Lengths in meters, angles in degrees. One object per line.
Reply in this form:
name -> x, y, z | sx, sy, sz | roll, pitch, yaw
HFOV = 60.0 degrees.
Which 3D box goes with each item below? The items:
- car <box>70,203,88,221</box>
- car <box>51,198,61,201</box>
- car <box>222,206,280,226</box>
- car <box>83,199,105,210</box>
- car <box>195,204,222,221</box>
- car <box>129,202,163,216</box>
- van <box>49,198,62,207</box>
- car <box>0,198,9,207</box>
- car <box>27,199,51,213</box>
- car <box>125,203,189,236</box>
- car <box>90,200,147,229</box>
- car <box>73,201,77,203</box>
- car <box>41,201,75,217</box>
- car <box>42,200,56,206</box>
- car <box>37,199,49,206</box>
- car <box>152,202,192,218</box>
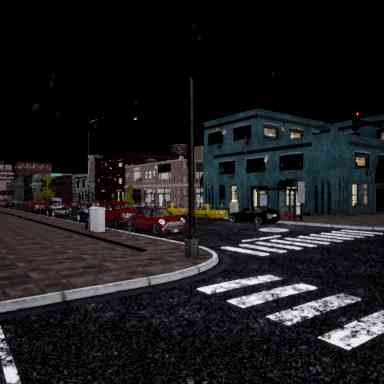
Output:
car -> -8.811, 1.919, 29.370 | 2.008, 1.369, 4.403 | -1, 0, -36
car -> -25.297, 2.265, 61.343 | 1.812, 1.442, 4.674 | -1, 0, -35
car -> 4.643, 1.725, 25.219 | 1.947, 1.339, 4.313 | -1, 0, -36
car -> -15.533, 2.003, 52.491 | 1.967, 1.590, 4.097 | -1, 0, -36
car -> 1.178, 1.753, 29.901 | 1.752, 1.417, 4.829 | -1, 0, -36
car -> -5.445, 1.911, 38.855 | 2.008, 1.369, 4.403 | -1, 0, -36
van -> -28.983, 2.174, 70.673 | 1.690, 1.788, 3.998 | -1, 0, -36
car -> -42.470, 2.358, 74.798 | 2.192, 1.841, 5.009 | -1, 0, -36
car -> -22.264, 1.952, 47.551 | 2.192, 1.841, 5.009 | -1, 0, -36
car -> -2.089, 1.674, 20.279 | 1.967, 1.590, 4.097 | -1, 0, -36
car -> -5.454, 1.616, 24.824 | 2.192, 1.841, 5.009 | -1, 0, -36
car -> -22.254, 2.279, 61.582 | 1.802, 1.307, 4.206 | -1, 0, -36
car -> -15.535, 2.053, 38.460 | 2.008, 1.369, 4.403 | -1, 0, -36
car -> -32.340, 2.445, 75.219 | 1.887, 1.381, 4.507 | -1, 0, -36
car -> -35.803, 2.495, 79.901 | 1.752, 1.417, 4.829 | -1, 0, -36
car -> -2.184, 1.821, 34.446 | 1.752, 1.417, 4.829 | -1, 0, -36
